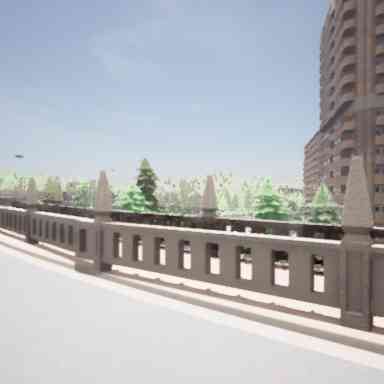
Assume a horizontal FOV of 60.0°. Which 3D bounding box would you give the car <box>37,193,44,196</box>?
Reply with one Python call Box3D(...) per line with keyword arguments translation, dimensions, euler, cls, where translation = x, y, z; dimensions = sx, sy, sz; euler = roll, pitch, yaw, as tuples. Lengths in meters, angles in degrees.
Box3D(translation=(-34.374, 1.235, 78.260), dimensions=(2.150, 2.045, 5.566), euler=(0, 0, 6), cls="car")
